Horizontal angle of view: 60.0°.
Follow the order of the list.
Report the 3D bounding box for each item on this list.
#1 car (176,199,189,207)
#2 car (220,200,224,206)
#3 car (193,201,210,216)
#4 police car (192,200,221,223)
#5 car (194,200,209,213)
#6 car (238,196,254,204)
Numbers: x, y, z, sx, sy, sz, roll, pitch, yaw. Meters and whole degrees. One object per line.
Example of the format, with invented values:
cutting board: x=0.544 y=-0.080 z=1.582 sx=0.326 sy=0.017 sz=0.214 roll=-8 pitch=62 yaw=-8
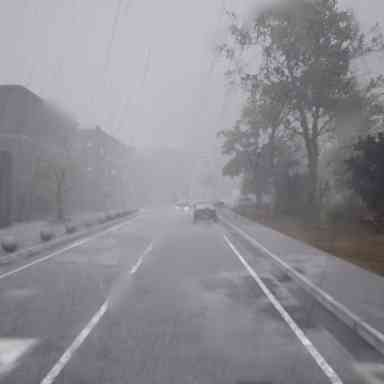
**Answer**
car: x=-1.654 y=1.996 z=60.409 sx=1.837 sy=1.490 sz=4.892 roll=-1 pitch=0 yaw=8
car: x=4.601 y=2.061 z=62.513 sx=1.895 sy=1.301 sz=4.718 roll=-1 pitch=0 yaw=23
car: x=1.083 y=1.826 z=37.959 sx=1.837 sy=1.490 sz=4.892 roll=0 pitch=0 yaw=1
police car: x=1.052 y=1.667 z=28.114 sx=1.930 sy=1.638 sz=5.238 roll=0 pitch=0 yaw=0
car: x=1.315 y=1.843 z=43.805 sx=1.882 sy=1.535 sz=5.008 roll=0 pitch=0 yaw=4
car: x=12.169 y=1.732 z=75.331 sx=1.837 sy=1.490 sz=4.892 roll=-1 pitch=0 yaw=40
